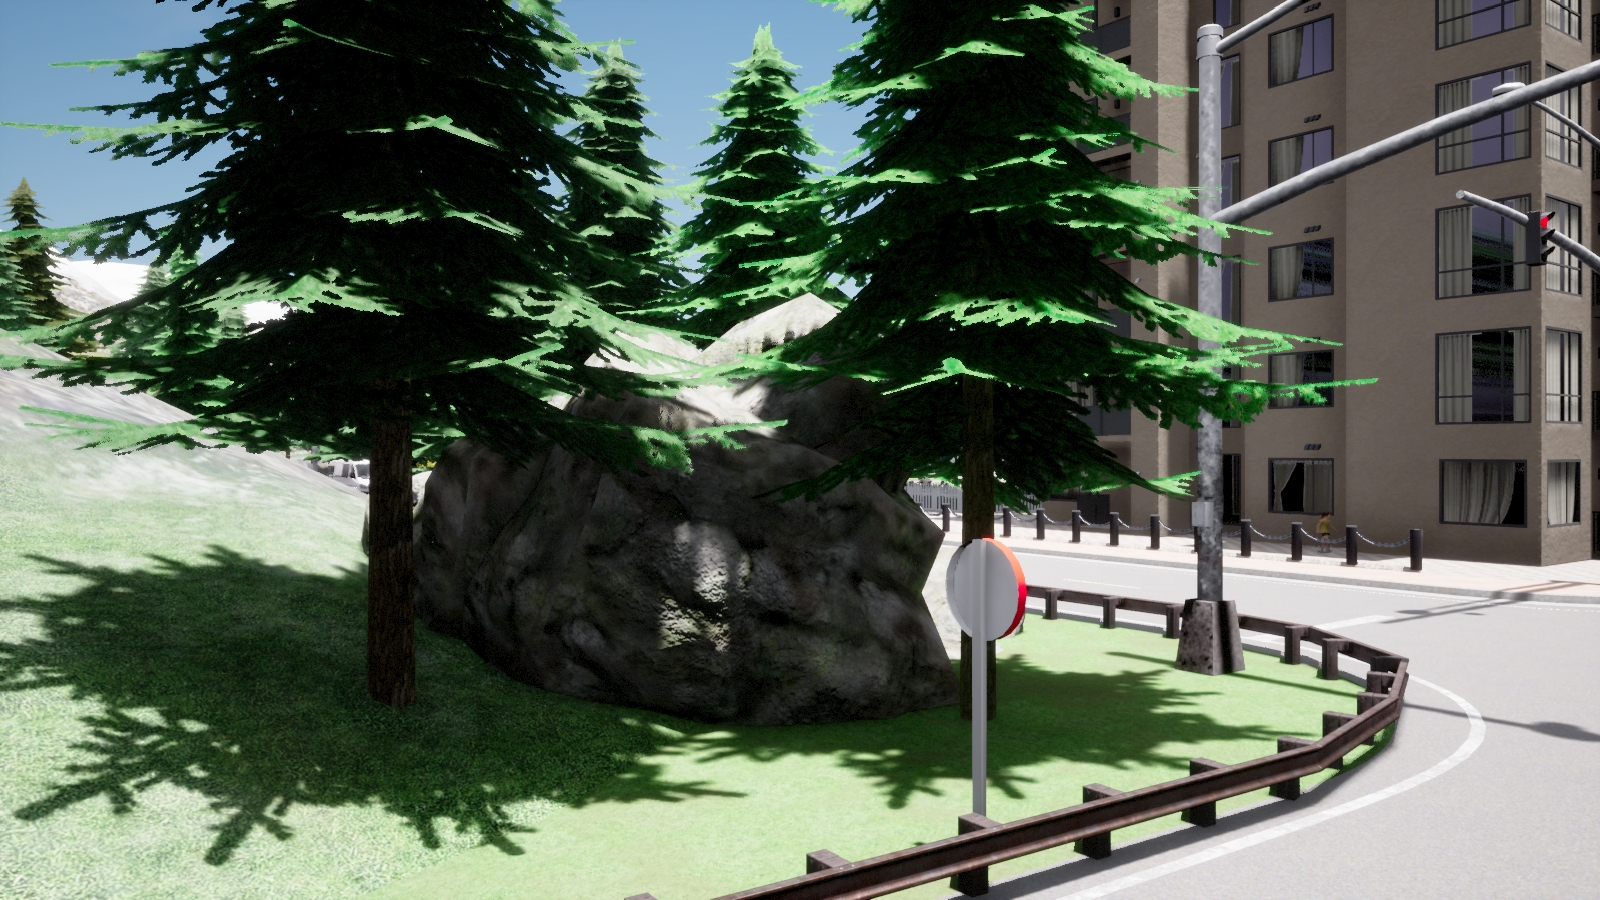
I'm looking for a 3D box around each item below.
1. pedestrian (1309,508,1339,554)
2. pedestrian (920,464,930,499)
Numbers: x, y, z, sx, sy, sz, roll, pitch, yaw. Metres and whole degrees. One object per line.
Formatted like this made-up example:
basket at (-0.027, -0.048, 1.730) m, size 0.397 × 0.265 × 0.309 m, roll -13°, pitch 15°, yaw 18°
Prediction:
pedestrian at (13.224, 2.040, 28.815) m, size 0.500 × 1.100 × 0.500 m, roll 0°, pitch 0°, yaw -33°
pedestrian at (6.555, 1.656, 60.085) m, size 0.375 × 1.860 × 0.375 m, roll 0°, pitch 0°, yaw -40°
